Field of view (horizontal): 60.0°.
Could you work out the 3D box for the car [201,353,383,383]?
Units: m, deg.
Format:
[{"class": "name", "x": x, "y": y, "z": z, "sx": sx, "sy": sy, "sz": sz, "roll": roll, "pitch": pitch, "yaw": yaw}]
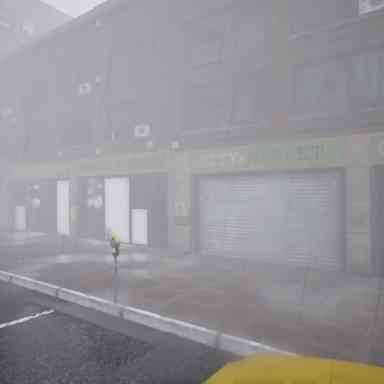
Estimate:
[{"class": "car", "x": 1.980, "y": 1.525, "z": 1.470, "sx": 4.829, "sy": 1.417, "sz": 1.752, "roll": 0, "pitch": 0, "yaw": 36}]
